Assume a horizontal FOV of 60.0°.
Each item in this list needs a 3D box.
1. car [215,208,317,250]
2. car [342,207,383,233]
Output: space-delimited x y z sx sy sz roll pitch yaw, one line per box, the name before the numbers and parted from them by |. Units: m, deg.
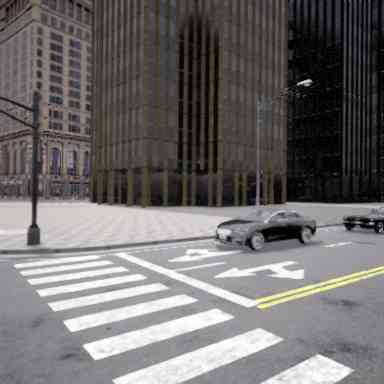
car | 3.187 1.434 13.916 4.902 1.511 2.128 0 0 -34
car | 10.792 1.564 19.303 4.718 1.301 1.895 0 0 -35
